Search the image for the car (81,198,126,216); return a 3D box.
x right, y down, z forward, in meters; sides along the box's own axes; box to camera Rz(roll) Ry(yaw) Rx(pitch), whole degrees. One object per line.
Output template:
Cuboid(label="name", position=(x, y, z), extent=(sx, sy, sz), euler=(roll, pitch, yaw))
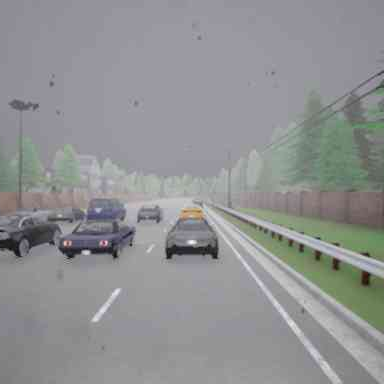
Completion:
Cuboid(label="car", position=(-7.000, 1.525, 27.555), extent=(2.150, 2.045, 5.566), euler=(0, 0, 0))

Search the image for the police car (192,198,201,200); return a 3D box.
Cuboid(label="police car", position=(1.034, 2.093, 61.623), extent=(1.930, 1.638, 5.238), euler=(0, -1, 0))

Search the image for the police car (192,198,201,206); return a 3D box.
Cuboid(label="police car", position=(1.030, 2.266, 77.622), extent=(1.930, 1.638, 5.238), euler=(0, -1, 0))

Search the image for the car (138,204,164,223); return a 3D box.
Cuboid(label="car", position=(-3.491, 1.803, 28.482), extent=(2.128, 1.511, 4.902), euler=(0, 0, 0))

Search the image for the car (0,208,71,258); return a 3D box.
Cuboid(label="car", position=(-6.988, 1.641, 13.483), extent=(2.128, 1.511, 4.902), euler=(0, 0, 0))

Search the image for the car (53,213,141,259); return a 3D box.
Cuboid(label="car", position=(-3.490, 1.746, 13.234), extent=(1.895, 1.301, 4.718), euler=(0, -1, 0))

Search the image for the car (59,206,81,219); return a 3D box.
Cuboid(label="car", position=(-10.491, 1.873, 28.372), extent=(1.994, 1.385, 4.181), euler=(0, -1, 0))

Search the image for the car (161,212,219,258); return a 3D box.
Cuboid(label="car", position=(0.011, 1.711, 13.426), extent=(1.994, 1.385, 4.181), euler=(0, -1, 0))

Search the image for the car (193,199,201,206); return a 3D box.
Cuboid(label="car", position=(1.032, 2.281, 71.512), extent=(1.837, 1.490, 4.892), euler=(0, -1, 0))

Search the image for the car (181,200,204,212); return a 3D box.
Cuboid(label="car", position=(0.015, 1.795, 29.230), extent=(1.882, 1.535, 5.008), euler=(0, 0, 0))
